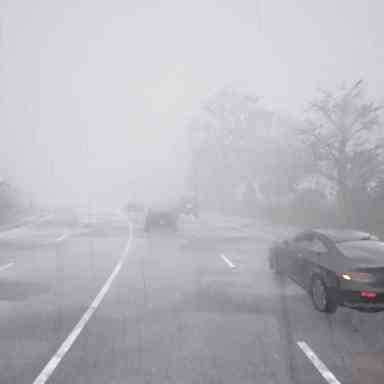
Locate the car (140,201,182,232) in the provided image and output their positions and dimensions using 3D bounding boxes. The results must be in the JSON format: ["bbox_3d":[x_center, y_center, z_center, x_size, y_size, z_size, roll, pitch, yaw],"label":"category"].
[{"bbox_3d":[-2.118,1.586,21.317,1.882,1.535,5.008,0,0,-10],"label":"car"}]

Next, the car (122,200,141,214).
[{"bbox_3d":[-6.961,1.684,39.064,1.882,1.535,5.008,0,0,-19],"label":"car"}]

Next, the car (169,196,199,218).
[{"bbox_3d":[-0.931,1.378,31.709,2.150,2.045,5.566,0,0,-15],"label":"car"}]

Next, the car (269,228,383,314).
[{"bbox_3d":[3.197,1.550,7.581,1.812,1.442,4.674,0,0,-3],"label":"car"}]
